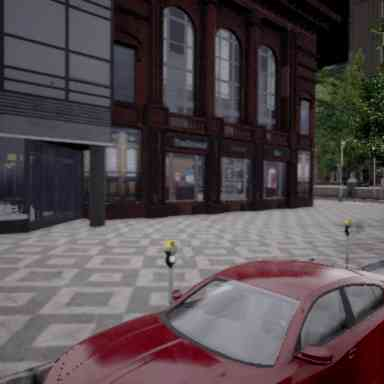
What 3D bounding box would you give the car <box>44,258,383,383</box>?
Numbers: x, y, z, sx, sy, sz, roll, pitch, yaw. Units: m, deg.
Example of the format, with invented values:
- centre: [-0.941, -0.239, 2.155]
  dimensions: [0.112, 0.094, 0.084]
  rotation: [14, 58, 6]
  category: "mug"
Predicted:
- centre: [0.839, 1.477, 3.483]
  dimensions: [4.507, 1.381, 1.887]
  rotation: [0, 1, -39]
  category: "car"
